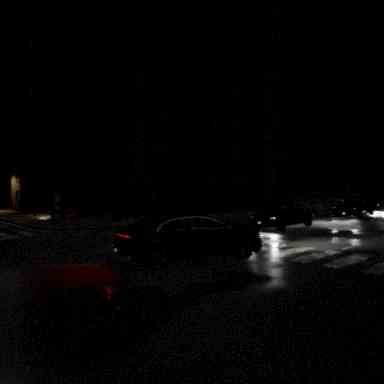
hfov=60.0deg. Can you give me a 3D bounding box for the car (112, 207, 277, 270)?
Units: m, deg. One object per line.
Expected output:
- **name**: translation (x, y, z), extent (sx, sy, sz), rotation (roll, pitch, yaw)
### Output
- **car**: translation (-0.028, 1.399, 10.583), extent (4.902, 1.511, 2.128), rotation (-1, 1, -27)

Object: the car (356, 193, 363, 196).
- **car**: translation (28.882, 0.734, 54.777), extent (1.812, 1.442, 4.674), rotation (-1, 0, -12)

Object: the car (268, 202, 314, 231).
- **car**: translation (5.248, 1.303, 19.050), extent (4.674, 1.442, 1.812), rotation (-1, 0, -42)

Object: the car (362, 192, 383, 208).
- **car**: translation (18.862, 0.969, 33.969), extent (2.128, 1.511, 4.902), rotation (-1, 0, 27)

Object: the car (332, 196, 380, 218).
- **car**: translation (12.628, 1.222, 25.846), extent (4.718, 1.301, 1.895), rotation (-1, 0, -45)
